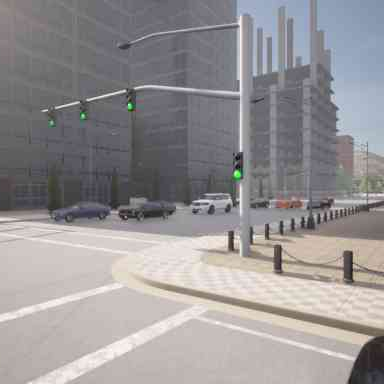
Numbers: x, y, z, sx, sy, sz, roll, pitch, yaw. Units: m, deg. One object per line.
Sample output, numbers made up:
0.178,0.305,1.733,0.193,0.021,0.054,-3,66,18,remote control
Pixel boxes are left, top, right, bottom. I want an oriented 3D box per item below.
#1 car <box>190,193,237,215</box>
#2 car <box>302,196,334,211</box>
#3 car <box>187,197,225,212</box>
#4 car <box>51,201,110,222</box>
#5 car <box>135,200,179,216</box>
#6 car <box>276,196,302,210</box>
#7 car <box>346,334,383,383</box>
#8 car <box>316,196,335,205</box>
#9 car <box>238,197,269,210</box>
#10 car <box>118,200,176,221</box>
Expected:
2.109,1.166,34.319,2.150,2.045,5.566,0,0,36,car
15.610,1.492,40.748,2.033,1.411,5.357,0,0,36,car
1.751,1.436,39.809,2.128,1.511,4.902,0,0,36,car
-8.468,1.470,25.645,1.812,1.442,4.674,0,0,38,car
-3.389,1.508,32.682,1.994,1.385,4.181,0,0,36,car
12.450,1.296,42.347,2.097,1.767,4.553,0,0,36,car
3.036,1.564,1.803,4.181,1.385,1.994,0,0,36,car
22.835,1.422,56.775,1.882,1.535,5.008,0,0,36,car
8.210,1.422,42.772,1.882,1.535,5.008,0,0,36,car
-3.599,1.545,26.404,1.895,1.301,4.718,0,0,36,car
